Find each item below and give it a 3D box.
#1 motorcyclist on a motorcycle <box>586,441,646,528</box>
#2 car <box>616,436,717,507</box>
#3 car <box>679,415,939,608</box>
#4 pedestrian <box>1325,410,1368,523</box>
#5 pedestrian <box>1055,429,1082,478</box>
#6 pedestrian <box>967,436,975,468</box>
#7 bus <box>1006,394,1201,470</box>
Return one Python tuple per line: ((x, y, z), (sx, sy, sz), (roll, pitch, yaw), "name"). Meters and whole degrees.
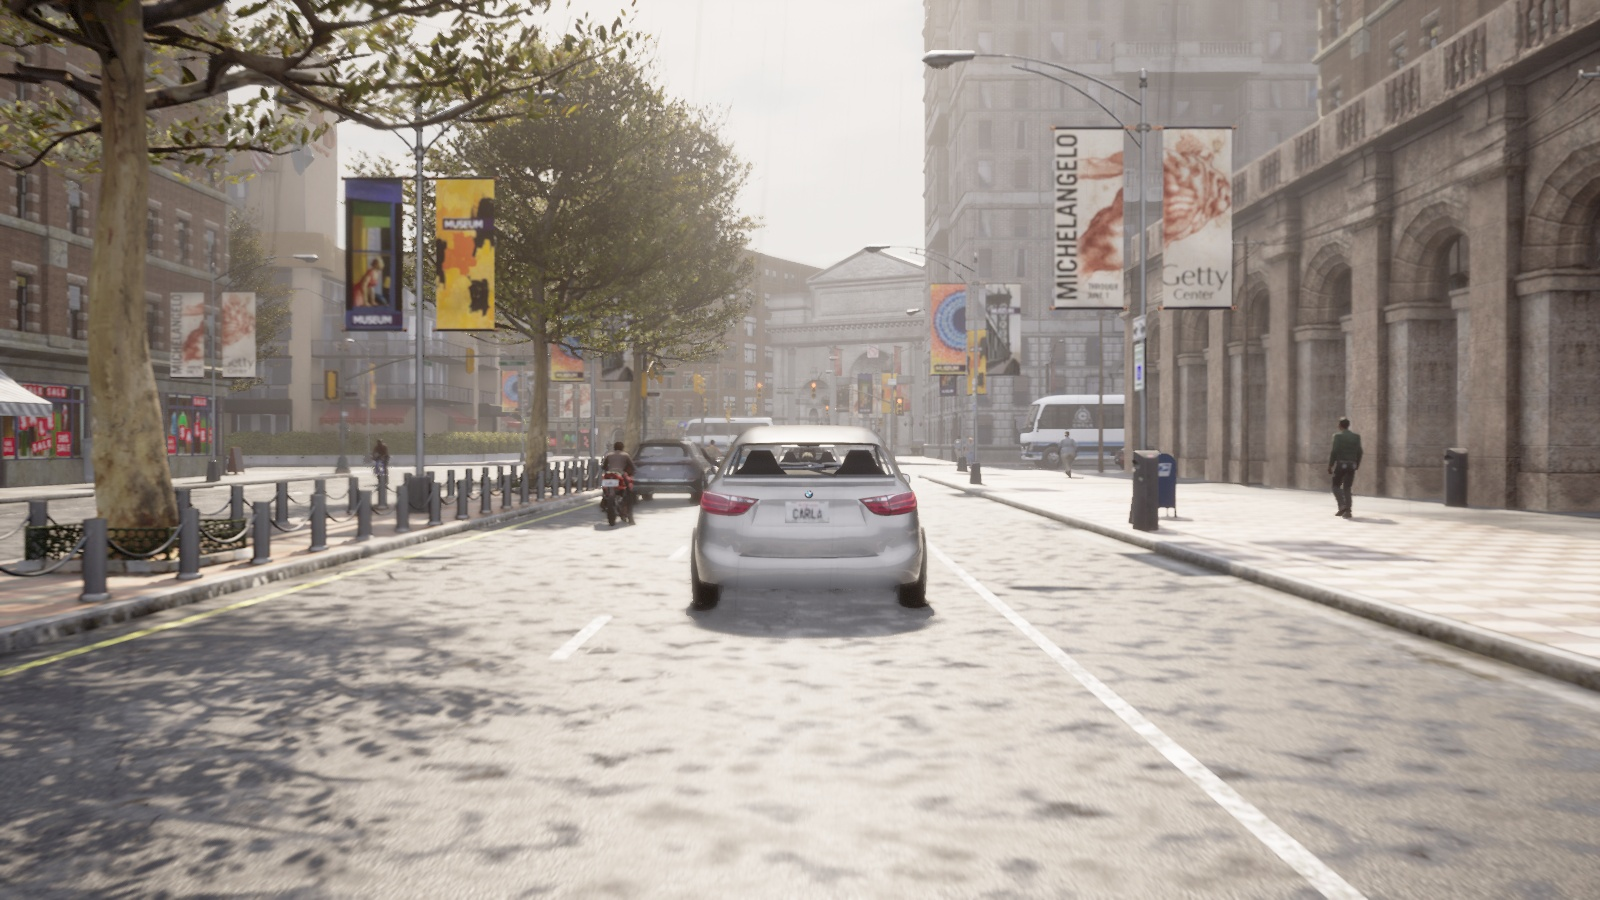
((-3.354, 0.596, 23.055), (0.797, 1.523, 2.044), (0, 0, 0), "motorcyclist on a motorcycle")
((-3.303, 0.494, 31.993), (2.033, 1.649, 4.856), (0, 0, 0), "car")
((0.090, 0.517, 13.162), (2.242, 1.667, 4.611), (0, 0, 0), "car")
((9.609, 0.286, 22.097), (0.423, 1.949, 0.788), (0, 0, 0), "pedestrian")
((10.288, 0.140, 48.135), (0.874, 1.855, 0.900), (0, 0, 0), "pedestrian")
((9.985, 0.128, 73.345), (0.354, 1.836, 0.706), (0, 0, 16), "pedestrian")
((17.363, -1.024, 72.386), (10.273, 4.253, 3.944), (0, 0, 0), "bus")
